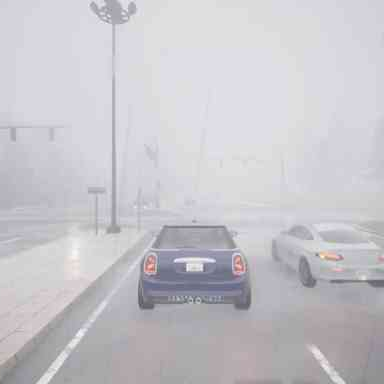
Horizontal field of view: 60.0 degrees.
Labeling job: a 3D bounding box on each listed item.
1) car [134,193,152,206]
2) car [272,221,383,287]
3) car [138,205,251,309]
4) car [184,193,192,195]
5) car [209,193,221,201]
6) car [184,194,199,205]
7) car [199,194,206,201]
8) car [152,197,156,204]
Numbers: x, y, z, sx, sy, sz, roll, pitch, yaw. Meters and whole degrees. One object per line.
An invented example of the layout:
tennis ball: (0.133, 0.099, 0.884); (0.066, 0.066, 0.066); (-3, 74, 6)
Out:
car: (-8.344, 1.352, 55.657); (2.097, 1.767, 4.553); (0, 0, -1)
car: (3.560, 1.526, 9.212); (1.812, 1.442, 4.674); (0, 0, 0)
car: (0.058, 1.352, 8.008); (2.097, 1.767, 4.553); (0, 0, 0)
car: (-0.779, 1.488, 85.331); (1.837, 1.490, 4.892); (0, 0, -1)
car: (6.226, 1.214, 85.128); (2.150, 2.045, 5.566); (0, 0, -1)
car: (-0.245, 1.525, 54.827); (1.812, 1.442, 4.674); (0, 0, -1)
car: (2.720, 1.513, 85.394); (1.812, 1.442, 4.674); (0, 0, -1)
car: (-8.466, 1.563, 65.603); (1.994, 1.385, 4.181); (0, 0, 0)
